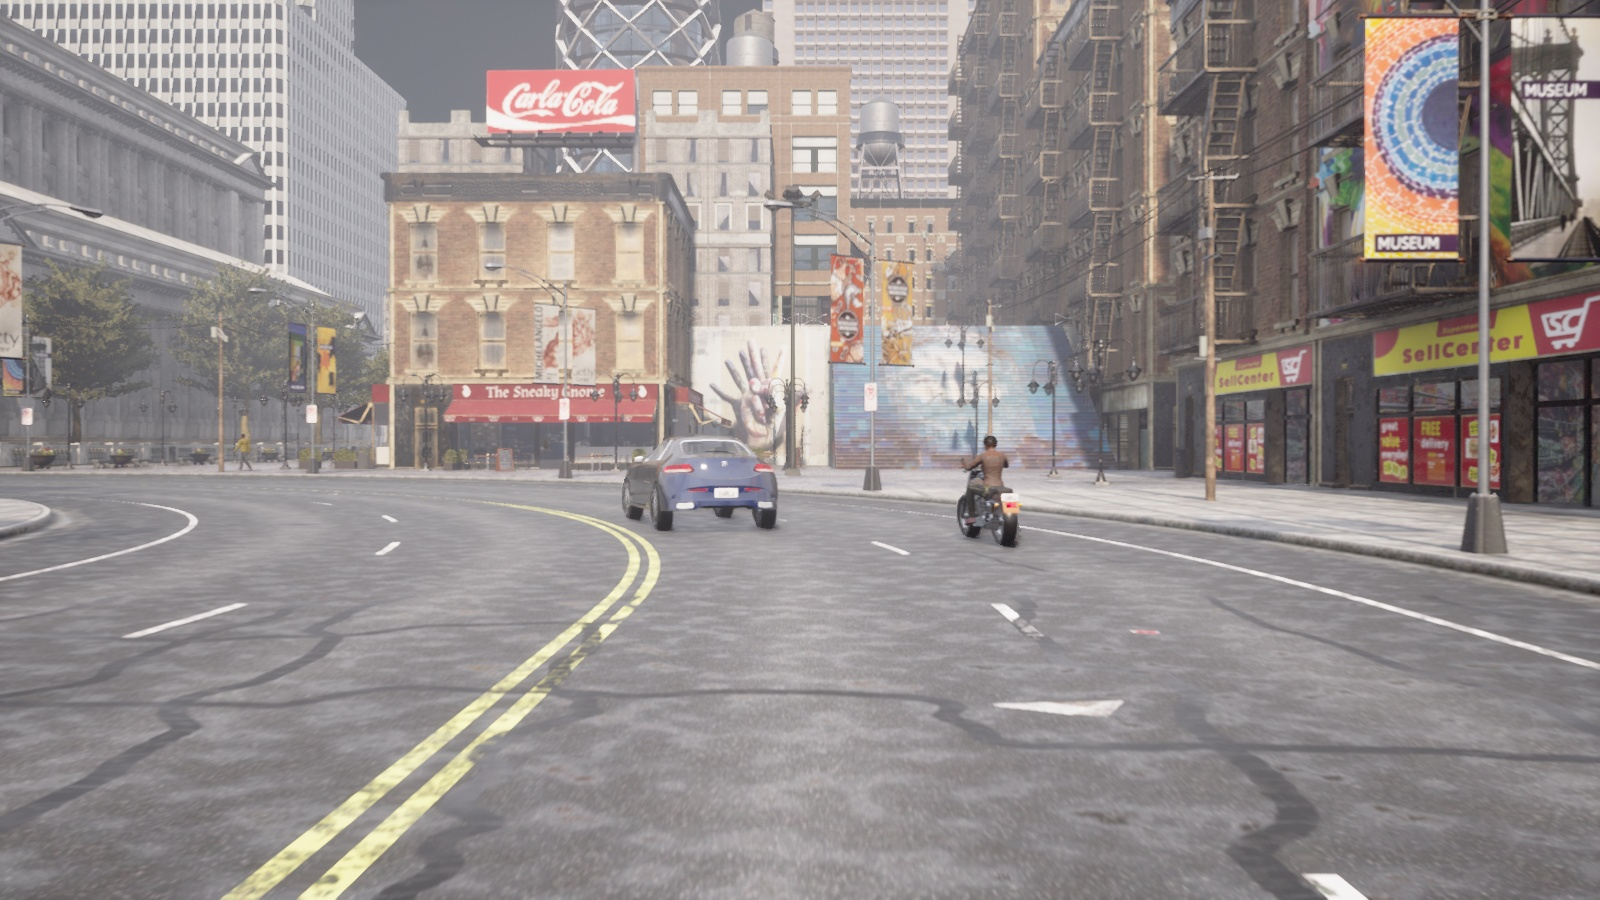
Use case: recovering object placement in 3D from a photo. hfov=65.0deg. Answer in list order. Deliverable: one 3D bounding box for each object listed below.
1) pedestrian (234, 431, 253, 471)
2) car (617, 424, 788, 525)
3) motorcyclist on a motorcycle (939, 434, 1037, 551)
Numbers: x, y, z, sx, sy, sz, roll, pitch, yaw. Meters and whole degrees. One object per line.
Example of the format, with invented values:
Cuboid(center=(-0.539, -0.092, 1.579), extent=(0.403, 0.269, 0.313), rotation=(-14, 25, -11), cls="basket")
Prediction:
Cuboid(center=(-26.216, 0.049, 59.113), extent=(0.709, 1.840, 0.431), rotation=(0, 0, 21), cls="pedestrian")
Cuboid(center=(-1.946, 0.393, 23.251), extent=(2.152, 1.651, 5.027), rotation=(0, 0, -16), cls="car")
Cuboid(center=(2.789, 0.593, 18.903), extent=(0.766, 1.649, 2.350), rotation=(0, 0, -10), cls="motorcyclist on a motorcycle")
